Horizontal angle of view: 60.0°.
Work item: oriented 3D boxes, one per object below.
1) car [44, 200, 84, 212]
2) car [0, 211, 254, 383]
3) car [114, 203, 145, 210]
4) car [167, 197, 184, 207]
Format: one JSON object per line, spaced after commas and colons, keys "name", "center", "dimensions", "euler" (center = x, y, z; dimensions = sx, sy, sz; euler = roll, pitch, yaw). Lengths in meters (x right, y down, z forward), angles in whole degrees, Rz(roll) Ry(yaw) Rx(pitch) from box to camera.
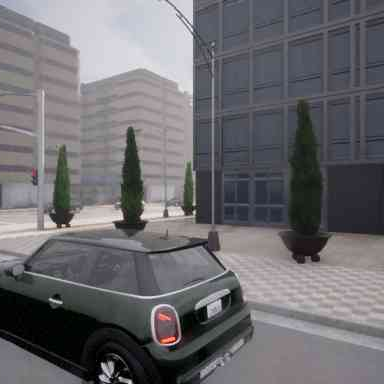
{"name": "car", "center": [-14.093, 1.560, 35.981], "dimensions": [1.837, 1.490, 4.892], "euler": [0, 0, 35]}
{"name": "car", "center": [-1.472, 1.352, 5.043], "dimensions": [4.553, 1.767, 2.097], "euler": [0, 0, 35]}
{"name": "car", "center": [-8.198, 1.581, 44.321], "dimensions": [1.812, 1.442, 4.674], "euler": [0, 0, 35]}
{"name": "car", "center": [-2.250, 1.560, 52.741], "dimensions": [1.837, 1.490, 4.892], "euler": [0, 0, 35]}
